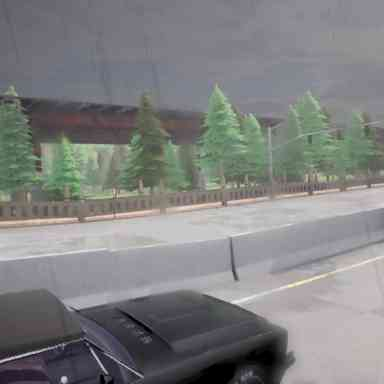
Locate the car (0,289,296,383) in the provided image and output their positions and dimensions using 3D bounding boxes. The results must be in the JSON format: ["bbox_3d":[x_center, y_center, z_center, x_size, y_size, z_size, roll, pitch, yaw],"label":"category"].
[{"bbox_3d":[-1.266,1.599,2.846,4.718,1.301,1.895,0,0,-36],"label":"car"}]
